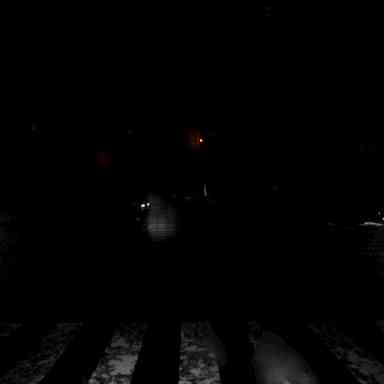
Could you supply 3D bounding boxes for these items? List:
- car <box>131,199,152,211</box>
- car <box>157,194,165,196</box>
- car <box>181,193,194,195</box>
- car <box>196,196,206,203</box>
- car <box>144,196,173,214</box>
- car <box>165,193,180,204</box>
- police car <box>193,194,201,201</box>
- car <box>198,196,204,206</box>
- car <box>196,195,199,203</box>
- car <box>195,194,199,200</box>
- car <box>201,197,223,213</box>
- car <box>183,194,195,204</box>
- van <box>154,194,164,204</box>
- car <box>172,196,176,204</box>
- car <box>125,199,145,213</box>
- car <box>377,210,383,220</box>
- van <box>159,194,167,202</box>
[{"bbox_3d":[-6.191,1.557,41.214,2.008,1.369,4.403,0,0,-1],"label":"car"},{"bbox_3d":[-6.462,1.541,61.027,1.752,1.417,4.829,0,0,-1],"label":"car"},{"bbox_3d":[-0.891,1.550,75.527,2.128,1.511,4.902,0,0,-1],"label":"car"},{"bbox_3d":[1.899,1.590,73.116,1.947,1.339,4.313,0,0,-1],"label":"car"},{"bbox_3d":[-3.445,1.496,35.223,2.128,1.511,4.902,0,0,-1],"label":"car"},{"bbox_3d":[-3.792,1.496,65.189,1.882,1.535,5.008,0,0,0],"label":"car"},{"bbox_3d":[1.267,1.464,90.513,1.930,1.638,5.238,0,0,-1],"label":"police car"},{"bbox_3d":[2.253,1.553,47.223,1.887,1.381,4.507,0,0,-1],"label":"car"},{"bbox_3d":[2.179,1.562,52.667,2.008,1.369,4.403,0,0,-1],"label":"car"},{"bbox_3d":[2.043,1.567,62.538,2.008,1.369,4.403,0,0,-1],"label":"car"},{"bbox_3d":[2.402,1.556,36.335,2.008,1.369,4.403,0,0,-1],"label":"car"},{"bbox_3d":[-0.660,1.620,65.599,1.895,1.301,4.718,0,0,-1],"label":"car"},{"bbox_3d":[-6.538,1.361,66.609,1.690,1.788,3.998,0,0,-1],"label":"van"},{"bbox_3d":[-3.601,1.610,46.753,1.895,1.301,4.718,0,0,-1],"label":"car"},{"bbox_3d":[-6.122,1.556,36.222,2.008,1.369,4.403,0,0,-1],"label":"car"},{"bbox_3d":[14.725,1.249,20.978,5.357,1.411,2.033,-1,0,-1],"label":"car"},{"bbox_3d":[-6.687,1.368,77.435,1.690,1.788,3.998,0,0,-1],"label":"van"}]
